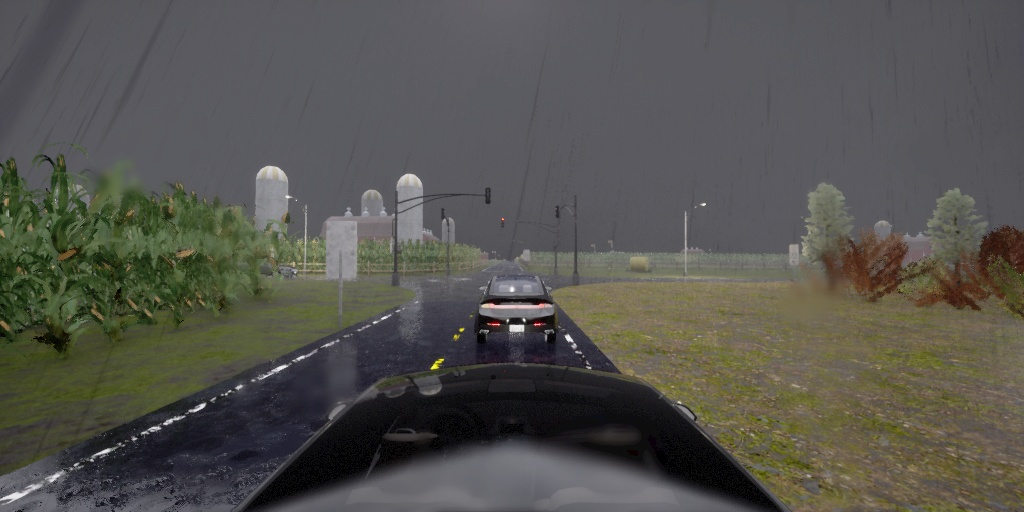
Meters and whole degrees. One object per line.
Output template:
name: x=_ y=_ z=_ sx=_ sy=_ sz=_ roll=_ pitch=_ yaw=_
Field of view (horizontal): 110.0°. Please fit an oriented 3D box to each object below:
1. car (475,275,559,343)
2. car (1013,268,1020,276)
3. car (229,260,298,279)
car: x=0.100 y=1.245 z=9.653 sx=2.128 sy=1.511 sz=4.902 roll=0 pitch=0 yaw=0
car: x=48.663 y=1.719 z=33.511 sx=4.674 sy=1.442 sz=1.812 roll=1 pitch=-1 yaw=-5
car: x=-19.943 y=1.059 z=28.807 sx=4.902 sy=1.511 sz=2.128 roll=0 pitch=-1 yaw=-4
